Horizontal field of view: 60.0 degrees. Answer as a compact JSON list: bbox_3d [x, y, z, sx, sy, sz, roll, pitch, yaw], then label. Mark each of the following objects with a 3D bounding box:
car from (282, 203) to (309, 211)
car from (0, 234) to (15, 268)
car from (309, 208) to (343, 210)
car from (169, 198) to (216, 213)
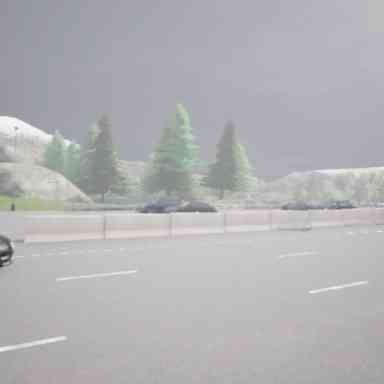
[{"bbox_3d":[12.378,1.698,38.832,4.181,1.385,1.994,1,0,-28],"label":"car"},{"bbox_3d":[-7.076,1.354,8.064,4.902,1.511,2.128,1,0,-29],"label":"car"},{"bbox_3d":[15.615,1.547,36.605,4.553,1.767,2.097,1,0,-28],"label":"car"},{"bbox_3d":[-0.123,1.459,28.037,4.674,1.442,1.812,1,0,-29],"label":"car"}]
